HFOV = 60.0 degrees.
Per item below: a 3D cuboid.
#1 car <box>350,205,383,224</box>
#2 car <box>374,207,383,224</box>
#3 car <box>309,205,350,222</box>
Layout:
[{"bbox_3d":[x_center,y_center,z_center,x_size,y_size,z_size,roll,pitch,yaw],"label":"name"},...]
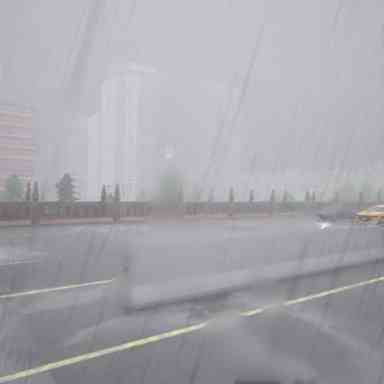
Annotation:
[{"bbox_3d":[15.098,1.804,26.582,5.008,1.535,1.882,1,0,-35],"label":"car"},{"bbox_3d":[14.085,1.854,21.639,4.181,1.385,1.994,1,0,-35],"label":"car"},{"bbox_3d":[12.615,1.843,29.122,5.357,1.411,2.033,1,0,-34],"label":"car"}]
